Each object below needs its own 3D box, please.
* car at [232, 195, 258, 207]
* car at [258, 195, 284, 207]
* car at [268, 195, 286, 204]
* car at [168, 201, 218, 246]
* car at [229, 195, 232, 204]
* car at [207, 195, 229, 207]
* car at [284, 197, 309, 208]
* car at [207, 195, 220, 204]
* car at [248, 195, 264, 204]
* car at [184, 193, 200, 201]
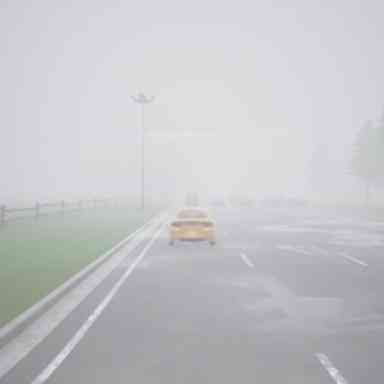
[{"bbox_3d":[7.012,1.314,44.751,2.033,1.411,5.357,0,0,0],"label":"car"},{"bbox_3d":[10.512,1.291,44.942,1.812,1.442,4.674,0,0,0],"label":"car"},{"bbox_3d":[14.015,1.217,55.213,1.837,1.490,4.892,0,0,0],"label":"car"},{"bbox_3d":[0.005,1.400,14.986,1.882,1.535,5.008,0,0,0],"label":"car"},{"bbox_3d":[7.015,1.204,55.215,2.128,1.511,4.902,0,0,0],"label":"car"},{"bbox_3d":[3.513,1.328,45.388,1.994,1.385,4.181,0,0,0],"label":"car"},{"bbox_3d":[14.012,1.314,44.674,2.033,1.411,5.357,0,0,0],"label":"car"},{"bbox_3d":[3.515,1.239,55.217,1.812,1.442,4.674,0,0,0],"label":"car"},{"bbox_3d":[10.515,1.238,55.214,1.812,1.442,4.674,0,0,0],"label":"car"},{"bbox_3d":[0.012,1.272,44.817,1.837,1.490,4.892,0,0,0],"label":"car"}]
